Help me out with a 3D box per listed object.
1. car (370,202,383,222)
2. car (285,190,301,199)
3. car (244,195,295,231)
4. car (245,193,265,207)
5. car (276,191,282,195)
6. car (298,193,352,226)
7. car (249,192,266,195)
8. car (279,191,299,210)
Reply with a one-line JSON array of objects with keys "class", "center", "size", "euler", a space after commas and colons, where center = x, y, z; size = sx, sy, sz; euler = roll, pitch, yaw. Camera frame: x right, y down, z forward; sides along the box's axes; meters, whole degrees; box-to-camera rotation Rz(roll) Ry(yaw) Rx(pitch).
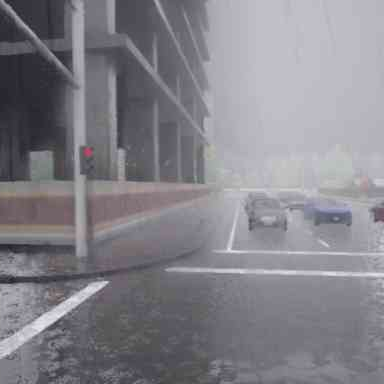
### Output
[{"class": "car", "center": [11.128, 1.016, 17.562], "size": [1.882, 1.535, 5.008], "euler": [0, 1, 9]}, {"class": "car", "center": [16.822, 0.417, 55.492], "size": [1.895, 1.301, 4.718], "euler": [0, 1, 9]}, {"class": "car", "center": [3.852, 1.110, 17.568], "size": [2.128, 1.511, 4.902], "euler": [0, 1, 9]}, {"class": "car", "center": [6.826, 0.820, 36.509], "size": [1.994, 1.385, 4.181], "euler": [0, 1, 9]}, {"class": "car", "center": [10.775, 0.673, 39.098], "size": [1.837, 1.490, 4.892], "euler": [0, 1, 9]}, {"class": "car", "center": [7.656, 1.025, 19.265], "size": [1.882, 1.535, 5.008], "euler": [0, 1, 9]}, {"class": "car", "center": [5.254, 0.797, 26.669], "size": [2.097, 1.767, 4.553], "euler": [0, 1, 9]}, {"class": "car", "center": [9.180, 0.907, 29.106], "size": [2.033, 1.411, 5.357], "euler": [0, 1, 9]}]
